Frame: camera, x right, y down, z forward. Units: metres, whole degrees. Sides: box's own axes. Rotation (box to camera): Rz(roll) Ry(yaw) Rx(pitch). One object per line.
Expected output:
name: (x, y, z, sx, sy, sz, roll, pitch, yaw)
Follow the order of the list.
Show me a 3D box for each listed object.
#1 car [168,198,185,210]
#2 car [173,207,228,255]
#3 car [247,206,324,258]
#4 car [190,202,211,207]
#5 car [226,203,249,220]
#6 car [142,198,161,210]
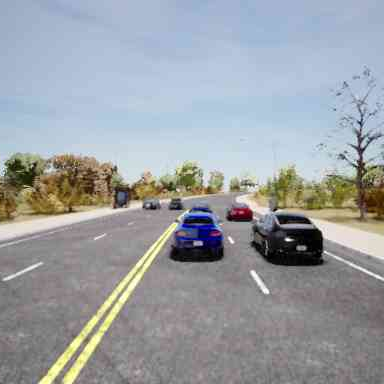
car: (-1.952, 1.518, 42.672, 1.837, 1.490, 4.892, 0, 0, 4)
car: (0.258, 1.540, 13.323, 1.812, 1.442, 4.674, 0, 0, 1)
car: (3.498, 1.520, 12.862, 1.837, 1.490, 4.892, 0, 0, 1)
car: (0.743, 1.582, 28.601, 1.994, 1.385, 4.181, 0, 0, 3)
car: (3.980, 1.582, 28.212, 1.994, 1.385, 4.181, 0, 0, 3)
car: (-5.188, 1.506, 42.976, 2.128, 1.511, 4.902, 0, 0, 4)
